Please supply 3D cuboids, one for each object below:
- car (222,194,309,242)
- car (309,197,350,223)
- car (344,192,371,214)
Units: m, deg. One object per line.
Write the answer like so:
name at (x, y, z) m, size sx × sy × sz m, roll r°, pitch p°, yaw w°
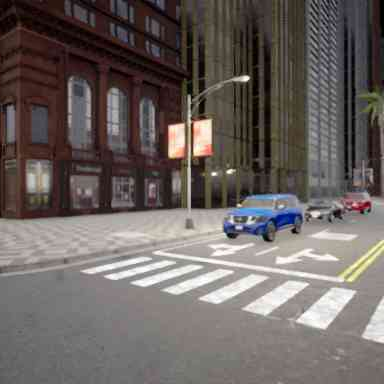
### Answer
car at (3.659, 1.150, 16.400) m, size 2.150 × 2.045 × 5.566 m, roll 0°, pitch 0°, yaw 37°
car at (9.804, 1.364, 24.529) m, size 2.128 × 1.511 × 4.902 m, roll 0°, pitch 0°, yaw 37°
car at (16.175, 1.044, 32.930) m, size 2.150 × 2.045 × 5.566 m, roll 0°, pitch 0°, yaw 37°
